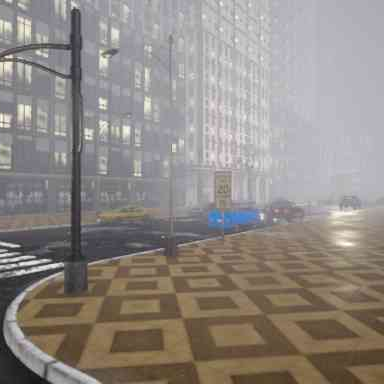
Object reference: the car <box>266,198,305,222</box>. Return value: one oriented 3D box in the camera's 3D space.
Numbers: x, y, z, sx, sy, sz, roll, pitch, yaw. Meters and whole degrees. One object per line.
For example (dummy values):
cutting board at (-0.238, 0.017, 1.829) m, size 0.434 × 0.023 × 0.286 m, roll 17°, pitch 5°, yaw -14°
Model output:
car at (7.623, 1.486, 26.843) m, size 1.967 × 1.590 × 4.097 m, roll 0°, pitch 0°, yaw 38°

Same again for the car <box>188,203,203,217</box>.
car at (1.374, 1.630, 31.644) m, size 1.802 × 1.307 × 4.206 m, roll 0°, pitch 0°, yaw 38°

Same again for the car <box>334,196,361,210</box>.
car at (21.178, 1.380, 44.494) m, size 2.192 × 1.841 × 5.009 m, roll 0°, pitch 0°, yaw 38°

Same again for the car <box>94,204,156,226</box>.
car at (-4.726, 1.567, 23.914) m, size 1.752 × 1.417 × 4.829 m, roll 0°, pitch 0°, yaw 38°

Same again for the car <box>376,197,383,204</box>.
car at (38.122, 1.667, 66.556) m, size 1.947 × 1.339 × 4.313 m, roll 0°, pitch 0°, yaw 38°

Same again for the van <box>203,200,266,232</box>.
van at (2.668, 1.382, 20.209) m, size 1.690 × 1.788 × 3.998 m, roll 0°, pitch 0°, yaw 38°

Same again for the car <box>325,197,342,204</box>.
car at (28.484, 1.646, 66.945) m, size 2.008 × 1.369 × 4.403 m, roll 0°, pitch 0°, yaw 38°

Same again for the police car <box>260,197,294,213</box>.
police car at (9.982, 1.480, 38.641) m, size 1.930 × 1.638 × 5.238 m, roll 0°, pitch 0°, yaw 38°

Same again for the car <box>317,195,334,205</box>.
car at (25.095, 1.403, 62.533) m, size 2.192 × 1.841 × 5.009 m, roll 0°, pitch 0°, yaw 38°
